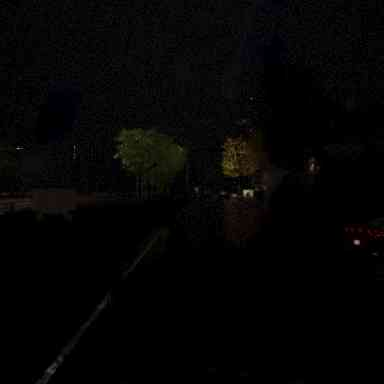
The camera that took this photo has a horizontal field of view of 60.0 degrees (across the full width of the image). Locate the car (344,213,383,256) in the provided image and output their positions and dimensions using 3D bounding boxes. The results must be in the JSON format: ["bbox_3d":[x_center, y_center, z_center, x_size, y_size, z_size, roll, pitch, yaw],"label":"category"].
[{"bbox_3d":[7.573,1.350,11.136,5.008,1.535,1.882,-2,-1,-16],"label":"car"}]

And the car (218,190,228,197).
[{"bbox_3d":[6.703,0.339,72.390,2.033,1.411,5.357,0,1,4],"label":"car"}]

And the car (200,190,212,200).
[{"bbox_3d":[2.592,0.490,62.593,2.097,1.767,4.553,0,1,4],"label":"car"}]

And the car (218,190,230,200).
[{"bbox_3d":[6.089,0.740,62.442,1.895,1.301,4.718,0,1,4],"label":"car"}]

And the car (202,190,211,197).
[{"bbox_3d":[3.210,0.321,72.606,1.812,1.442,4.674,0,1,4],"label":"car"}]
